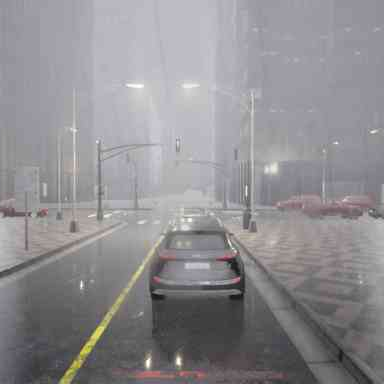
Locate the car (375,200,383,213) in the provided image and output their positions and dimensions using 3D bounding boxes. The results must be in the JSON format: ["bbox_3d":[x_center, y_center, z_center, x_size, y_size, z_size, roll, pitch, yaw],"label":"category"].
[{"bbox_3d":[23.435,1.633,37.693,4.313,1.339,1.947,0,1,0],"label":"car"}]

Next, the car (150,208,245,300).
[{"bbox_3d":[0.117,1.428,8.364,2.033,1.649,4.856,0,0,0],"label":"car"}]

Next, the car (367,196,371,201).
[{"bbox_3d":[17.794,1.353,37.680,5.009,1.841,2.192,0,1,0],"label":"car"}]

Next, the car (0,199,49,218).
[{"bbox_3d":[-14.886,1.567,29.099,4.507,1.381,1.887,0,1,0],"label":"car"}]

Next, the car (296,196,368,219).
[{"bbox_3d":[12.156,1.463,29.146,5.009,1.841,2.192,0,1,0],"label":"car"}]

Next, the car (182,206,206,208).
[{"bbox_3d":[0.116,1.507,17.451,1.837,1.490,4.892,0,0,0],"label":"car"}]

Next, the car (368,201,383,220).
[{"bbox_3d":[17.798,1.742,29.159,4.313,1.339,1.947,0,1,0],"label":"car"}]

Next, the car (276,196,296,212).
[{"bbox_3d":[12.151,1.325,37.669,5.009,1.841,2.192,0,1,0],"label":"car"}]
